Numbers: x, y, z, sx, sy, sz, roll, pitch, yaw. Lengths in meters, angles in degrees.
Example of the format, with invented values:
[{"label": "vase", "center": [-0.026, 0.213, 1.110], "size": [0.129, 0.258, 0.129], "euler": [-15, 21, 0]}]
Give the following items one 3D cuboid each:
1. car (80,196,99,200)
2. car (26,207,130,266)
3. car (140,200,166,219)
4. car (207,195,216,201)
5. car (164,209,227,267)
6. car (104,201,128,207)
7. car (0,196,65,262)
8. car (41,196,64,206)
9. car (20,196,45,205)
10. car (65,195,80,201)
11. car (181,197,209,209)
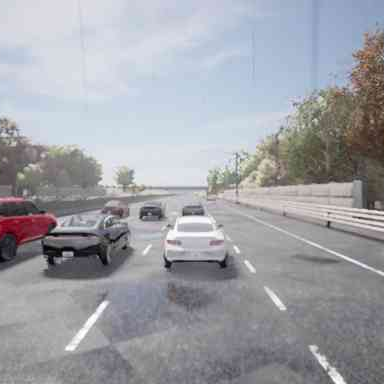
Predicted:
[{"label": "car", "center": [-17.523, 1.577, 58.953], "size": [2.033, 1.411, 5.357], "euler": [0, 0, 1]}, {"label": "car", "center": [-3.401, 1.491, 11.544], "size": [2.128, 1.511, 4.902], "euler": [0, 0, 0]}, {"label": "car", "center": [-3.402, 1.512, 29.106], "size": [1.837, 1.490, 4.892], "euler": [0, 0, 0]}, {"label": "car", "center": [3.496, 1.350, 63.086], "size": [1.837, 1.490, 4.892], "euler": [0, 0, 0]}, {"label": "car", "center": [0.099, 1.526, 11.238], "size": [1.812, 1.442, 4.674], "euler": [0, 0, 0]}, {"label": "car", "center": [-6.902, 1.534, 30.138], "size": [1.812, 1.442, 4.674], "euler": [0, 0, 0]}, {"label": "car", "center": [-6.900, 1.221, 12.165], "size": [2.150, 2.045, 5.566], "euler": [0, 0, 0]}, {"label": "car", "center": [-24.523, 1.531, 58.673], "size": [1.837, 1.490, 4.892], "euler": [0, 0, 1]}, {"label": "car", "center": [-28.021, 1.524, 58.642], "size": [2.128, 1.511, 4.902], "euler": [0, 0, 0]}, {"label": "car", "center": [-21.034, 1.381, 59.100], "size": [2.097, 1.767, 4.553], "euler": [0, 0, 1]}, {"label": "car", "center": [0.100, 1.499, 29.033], "size": [2.128, 1.511, 4.902], "euler": [0, 0, 0]}]
